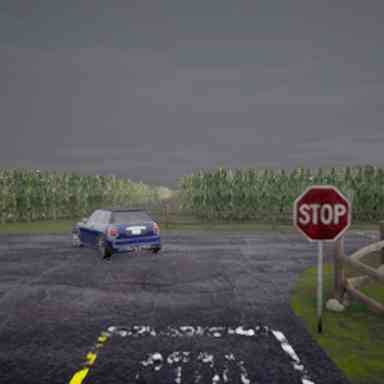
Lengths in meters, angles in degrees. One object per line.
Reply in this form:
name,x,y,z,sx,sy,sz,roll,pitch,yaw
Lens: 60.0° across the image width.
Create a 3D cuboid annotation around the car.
car,-3.078,1.374,12.943,2.097,1.767,4.553,-1,0,-34
